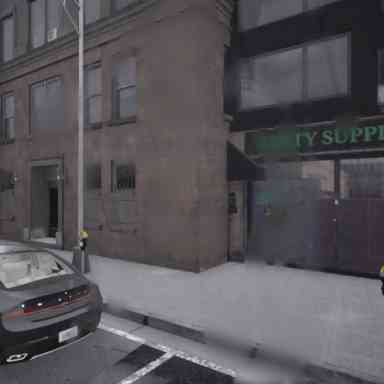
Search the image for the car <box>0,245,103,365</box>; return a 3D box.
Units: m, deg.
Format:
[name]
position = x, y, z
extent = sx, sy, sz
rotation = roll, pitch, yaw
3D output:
[car]
position = -3.330, 1.551, 5.452
extent = 4.403, 1.369, 2.008
rotation = 0, 0, 35
